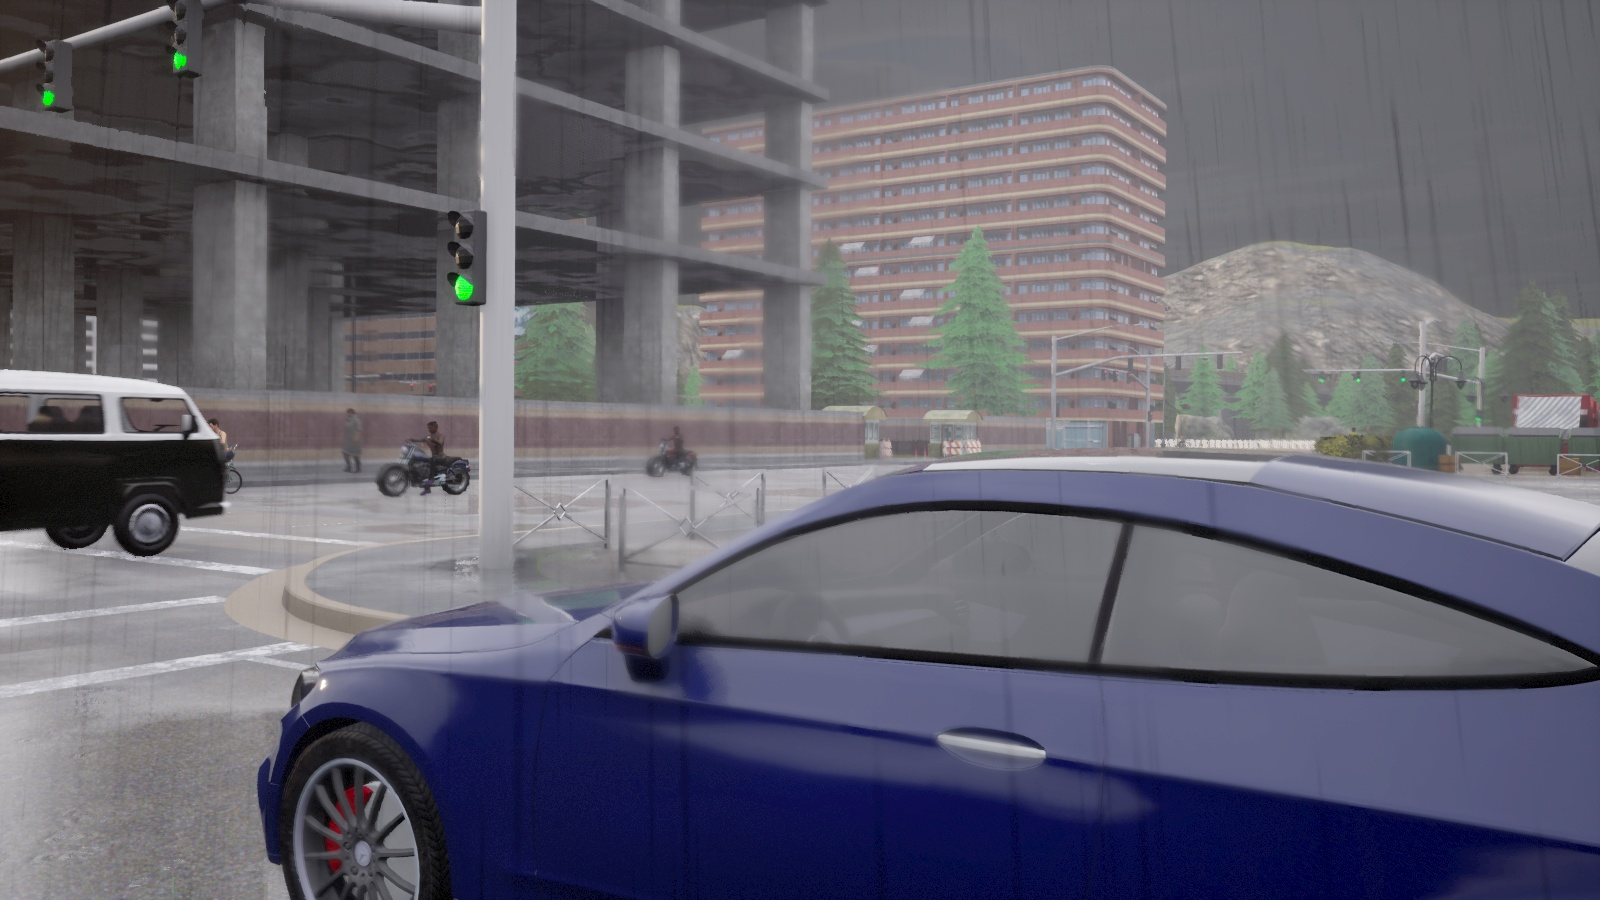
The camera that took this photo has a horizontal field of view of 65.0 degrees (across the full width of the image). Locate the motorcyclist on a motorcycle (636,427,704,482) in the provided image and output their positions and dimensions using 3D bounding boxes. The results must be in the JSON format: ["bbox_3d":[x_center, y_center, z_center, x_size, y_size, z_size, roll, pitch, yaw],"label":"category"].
[{"bbox_3d":[-4.016,0.129,39.057,0.766,1.649,2.350,0,1,33],"label":"motorcyclist on a motorcycle"}]

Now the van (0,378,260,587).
[{"bbox_3d":[-8.392,0.309,13.298,2.069,2.038,4.480,0,1,33],"label":"van"}]

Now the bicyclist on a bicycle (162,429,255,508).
[{"bbox_3d":[-12.388,0.365,26.348,0.866,1.612,1.509,0,1,34],"label":"bicyclist on a bicycle"}]

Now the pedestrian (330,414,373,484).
[{"bbox_3d":[-12.589,-0.032,35.257,0.659,1.952,0.873,0,1,29],"label":"pedestrian"}]

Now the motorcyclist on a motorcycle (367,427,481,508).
[{"bbox_3d":[-7.963,0.334,26.710,0.766,1.649,2.350,0,1,33],"label":"motorcyclist on a motorcycle"}]

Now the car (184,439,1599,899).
[{"bbox_3d":[0.620,0.708,3.212,4.674,1.442,1.812,0,1,34],"label":"car"}]
